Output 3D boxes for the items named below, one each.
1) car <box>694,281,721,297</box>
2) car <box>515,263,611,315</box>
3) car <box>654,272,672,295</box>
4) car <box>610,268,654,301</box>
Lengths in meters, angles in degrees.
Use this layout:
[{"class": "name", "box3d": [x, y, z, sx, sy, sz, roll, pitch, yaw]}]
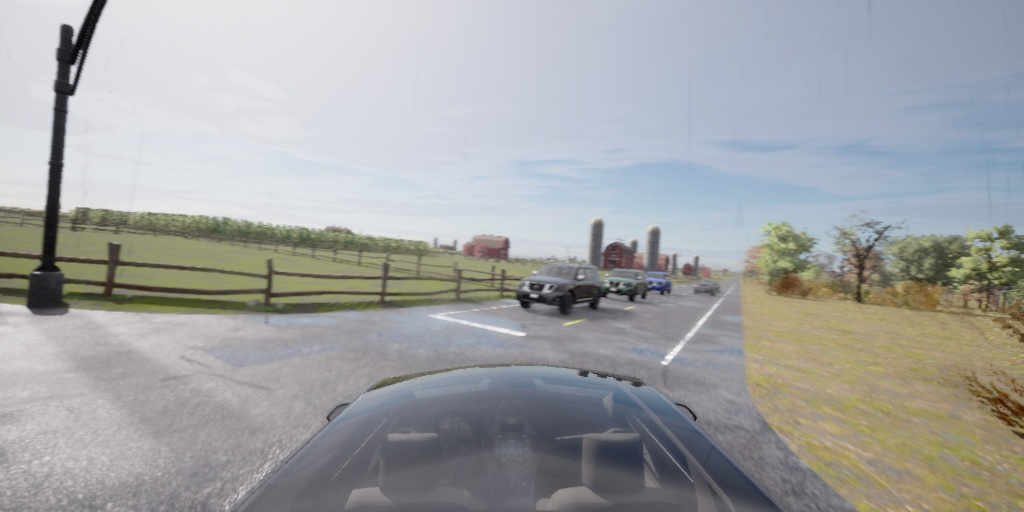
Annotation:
[{"class": "car", "box3d": [20.705, 3.430, 38.395, 2.128, 1.511, 4.902, 4, -1, 33]}, {"class": "car", "box3d": [2.354, 1.348, 16.183, 2.150, 2.045, 5.566, 4, -1, 32]}, {"class": "car", "box3d": [13.604, 2.508, 33.892, 2.150, 2.045, 5.566, 4, -1, 33]}, {"class": "car", "box3d": [7.903, 1.920, 24.936, 2.150, 2.045, 5.566, 4, -1, 32]}]
